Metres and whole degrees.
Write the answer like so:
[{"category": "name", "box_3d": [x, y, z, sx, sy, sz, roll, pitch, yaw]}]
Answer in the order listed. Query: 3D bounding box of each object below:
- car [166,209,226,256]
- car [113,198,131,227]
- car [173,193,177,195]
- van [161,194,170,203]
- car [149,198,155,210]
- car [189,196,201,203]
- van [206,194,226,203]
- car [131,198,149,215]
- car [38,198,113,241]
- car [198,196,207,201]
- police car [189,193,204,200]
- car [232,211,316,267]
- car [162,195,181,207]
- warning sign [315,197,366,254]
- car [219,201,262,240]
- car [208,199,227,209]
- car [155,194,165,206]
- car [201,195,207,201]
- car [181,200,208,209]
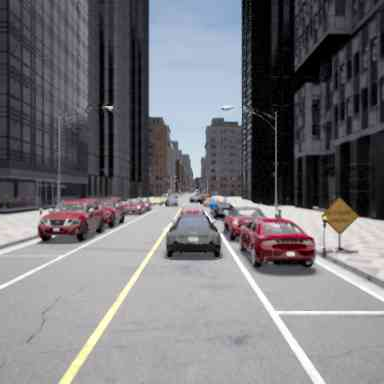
[{"category": "car", "box_3d": [0.066, 1.560, 13.166, 1.994, 1.385, 4.181, 0, 0, 0]}, {"category": "car", "box_3d": [-5.859, 1.312, 22.512, 2.192, 1.841, 5.009, 0, 0, 0]}, {"category": "car", "box_3d": [-5.864, 1.670, 90.191, 1.802, 1.307, 4.206, 0, 0, 0]}, {"category": "van", "box_3d": [-5.864, 1.417, 73.272, 1.690, 1.788, 3.998, 0, 0, 0]}, {"category": "car", "box_3d": [-5.861, 1.449, 39.430, 1.967, 1.590, 4.097, 0, 0, 0]}, {"category": "car", "box_3d": [0.536, 1.550, 71.341, 1.882, 1.535, 5.008, 0, 0, -8]}, {"category": "van", "box_3d": [2.664, 1.343, 33.777, 1.690, 1.788, 3.998, 0, 0, 0]}, {"category": "car", "box_3d": [-5.861, 1.442, 33.792, 1.967, 1.590, 4.097, 0, 0, 0]}, {"category": "car", "box_3d": [-5.859, 1.312, 16.874, 2.192, 1.841, 5.009, 0, 0, 0]}, {"category": "car", "box_3d": [2.662, 1.637, 84.529, 2.008, 1.369, 4.403, 0, 0, 0]}, {"category": "police car", "box_3d": [0.754, 1.476, 61.560, 1.930, 1.638, 5.238, -1, 0, 1]}, {"category": "car", "box_3d": [2.667, 1.543, 11.221, 1.887, 1.381, 4.507, 0, 0, 0]}, {"category": "car", "box_3d": [-3.084, 1.556, 50.850, 1.812, 1.442, 4.674, 0, 0, 0]}, {"category": "warning sign", "box_3d": [5.067, 1.113, 11.434, 1.300, 1.860, 1.060, 0, 0, 0]}, {"category": "car", "box_3d": [2.667, 1.437, 16.860, 1.967, 1.590, 4.097, 0, 0, 0]}, {"category": "car", "box_3d": [2.665, 1.564, 28.138, 1.947, 1.339, 4.313, 0, 0, 0]}, {"category": "car", "box_3d": [-5.870, 1.567, 56.147, 1.752, 1.417, 4.829, 0, 0, 1]}, {"category": "car", "box_3d": [2.664, 1.557, 50.901, 1.752, 1.417, 4.829, 0, 0, 1]}, {"category": "car", "box_3d": [0.061, 1.598, 27.559, 1.895, 1.301, 4.718, 0, 0, 0]}]
